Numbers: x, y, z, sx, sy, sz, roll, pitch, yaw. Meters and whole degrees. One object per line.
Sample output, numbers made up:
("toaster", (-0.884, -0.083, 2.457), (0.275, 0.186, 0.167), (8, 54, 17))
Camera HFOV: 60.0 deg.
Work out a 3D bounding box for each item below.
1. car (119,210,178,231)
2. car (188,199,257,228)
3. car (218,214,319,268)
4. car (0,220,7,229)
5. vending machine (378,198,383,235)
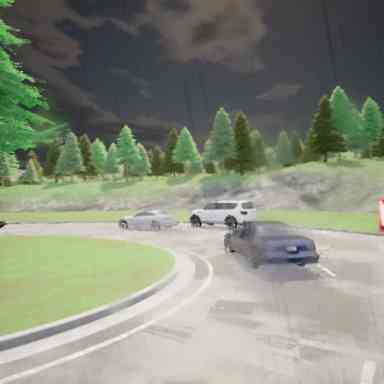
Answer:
("car", (-3.272, 2.056, 24.696), (4.674, 1.442, 1.812), (-1, -2, 29))
("car", (2.282, 1.683, 25.276), (5.566, 2.045, 2.150), (-2, -2, 41))
("car", (2.585, 1.752, 12.152), (2.033, 1.411, 5.357), (-1, -1, -7))
("car", (-15.762, 2.283, 23.203), (4.718, 1.301, 1.895), (-1, -1, 1))
("vending machine", (11.633, 1.407, 19.359), (1.100, 2.100, 0.880), (0, -1, -24))
